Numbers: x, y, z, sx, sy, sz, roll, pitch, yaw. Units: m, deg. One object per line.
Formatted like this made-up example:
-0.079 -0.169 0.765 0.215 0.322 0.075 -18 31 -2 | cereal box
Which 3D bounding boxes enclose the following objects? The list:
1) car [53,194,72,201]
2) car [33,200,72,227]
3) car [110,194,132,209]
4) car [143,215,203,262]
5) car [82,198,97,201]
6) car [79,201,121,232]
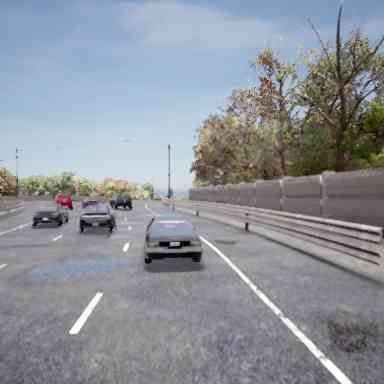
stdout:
-17.864 1.288 45.960 2.150 2.045 5.566 0 0 -26 | car
-9.886 1.562 23.480 1.812 1.442 4.674 0 0 -13 | car
-9.612 1.258 44.753 2.150 2.045 5.566 0 0 -24 | car
-0.782 1.551 12.133 2.033 1.411 5.357 0 0 -6 | car
-14.230 1.558 46.360 1.837 1.490 4.892 0 0 -25 | car
-5.619 1.512 20.193 2.128 1.511 4.902 0 0 -11 | car
